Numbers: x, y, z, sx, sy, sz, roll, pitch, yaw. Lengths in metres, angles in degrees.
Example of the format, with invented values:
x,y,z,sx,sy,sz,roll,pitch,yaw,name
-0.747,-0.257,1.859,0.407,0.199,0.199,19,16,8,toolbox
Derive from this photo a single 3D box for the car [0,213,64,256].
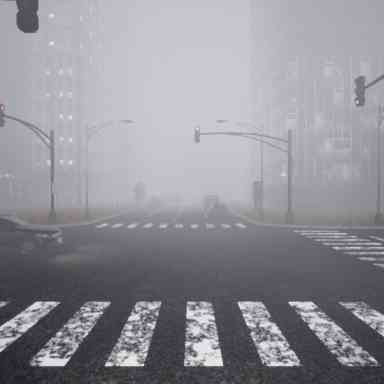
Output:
x,y,z,sx,sy,sz,roll,pitch,yaw,name
-7.289,1.534,12.476,4.674,1.442,1.812,0,0,0,car

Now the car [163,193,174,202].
x,y,z,sx,sy,sz,roll,pitch,yaw,name
-5.342,1.274,76.281,2.192,1.841,5.009,-1,0,0,car

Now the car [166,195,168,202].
x,y,z,sx,sy,sz,roll,pitch,yaw,name
-5.335,1.558,54.183,1.802,1.307,4.206,-1,0,0,car

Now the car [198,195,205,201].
x,y,z,sx,sy,sz,roll,pitch,yaw,name
2.539,1.474,87.526,1.752,1.417,4.829,-1,0,0,car

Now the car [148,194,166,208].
x,y,z,sx,sy,sz,roll,pitch,yaw,name
-5.336,1.419,48.658,1.967,1.590,4.097,-1,0,0,car

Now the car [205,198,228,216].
x,y,z,sx,sy,sz,roll,pitch,yaw,name
2.517,1.570,32.111,1.802,1.307,4.206,-1,0,0,car

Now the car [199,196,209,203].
x,y,z,sx,sy,sz,roll,pitch,yaw,name
2.542,1.508,70.782,1.887,1.381,4.507,-1,0,0,car

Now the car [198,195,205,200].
x,y,z,sx,sy,sz,roll,pitch,yaw,name
2.538,1.489,92.881,1.887,1.381,4.507,-1,0,0,car

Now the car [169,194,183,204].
x,y,z,sx,sy,sz,roll,pitch,yaw,name
-2.761,1.320,64.375,2.097,1.767,4.553,0,0,0,car

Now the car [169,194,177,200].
x,y,z,sx,sy,sz,roll,pitch,yaw,name
-5.343,1.385,92.854,1.967,1.590,4.097,-1,0,0,car

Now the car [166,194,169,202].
x,y,z,sx,sy,sz,roll,pitch,yaw,name
-5.339,1.404,70.756,1.967,1.590,4.097,-1,0,0,car

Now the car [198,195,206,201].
x,y,z,sx,sy,sz,roll,pitch,yaw,name
2.541,1.536,81.832,1.802,1.307,4.206,-1,0,0,car

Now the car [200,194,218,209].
x,y,z,sx,sy,sz,roll,pitch,yaw,name
2.532,1.297,43.160,2.192,1.841,5.009,-1,0,0,car
